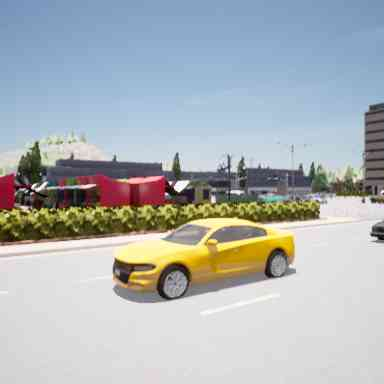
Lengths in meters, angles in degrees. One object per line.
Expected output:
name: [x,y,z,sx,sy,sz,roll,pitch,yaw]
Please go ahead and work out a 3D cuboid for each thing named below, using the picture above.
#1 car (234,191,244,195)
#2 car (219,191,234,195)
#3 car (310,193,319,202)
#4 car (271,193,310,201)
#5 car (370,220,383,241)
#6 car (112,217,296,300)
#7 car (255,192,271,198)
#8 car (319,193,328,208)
car: [10.374,0.848,84.284,1.932,1.855,4.605,0,0,-33]
car: [7.923,0.868,82.744,1.905,1.878,3.866,0,0,-33]
car: [16.266,1.163,49.273,1.784,1.438,3.905,0,0,-33]
car: [14.049,0.968,47.759,1.932,1.855,4.605,0,0,-33]
car: [10.251,1.446,14.985,5.357,1.411,2.033,0,0,-34]
car: [0.487,1.444,8.490,5.008,1.535,1.882,0,0,-34]
car: [15.235,1.134,66.652,1.970,1.475,3.806,0,0,-33]
car: [18.688,1.178,50.859,1.970,1.475,3.806,0,0,-33]
